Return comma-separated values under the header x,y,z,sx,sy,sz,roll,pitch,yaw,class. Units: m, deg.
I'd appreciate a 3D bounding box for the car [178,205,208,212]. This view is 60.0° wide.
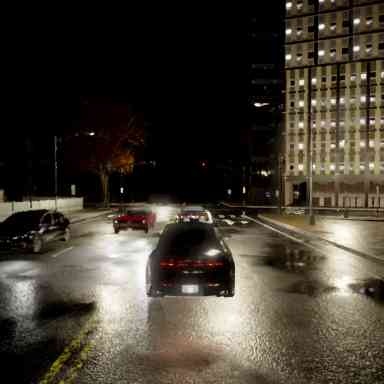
x,y,z,sx,sy,sz,roll,pitch,yaw,class
0.102,1.487,13.323,2.128,1.511,4.902,0,0,0,car

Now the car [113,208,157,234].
x,y,z,sx,sy,sz,roll,pitch,yaw,class
-3.217,1.618,19.376,1.895,1.301,4.718,0,0,0,car

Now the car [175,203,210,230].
x,y,z,sx,sy,sz,roll,pitch,yaw,class
0.039,1.544,22.349,2.033,1.411,5.357,0,0,0,car

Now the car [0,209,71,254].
x,y,z,sx,sy,sz,roll,pitch,yaw,class
-6.530,1.503,13.613,1.837,1.490,4.892,0,-1,1,car

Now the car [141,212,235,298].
x,y,z,sx,sy,sz,roll,pitch,yaw,class
-0.019,1.502,8.500,1.837,1.490,4.892,0,0,0,car
